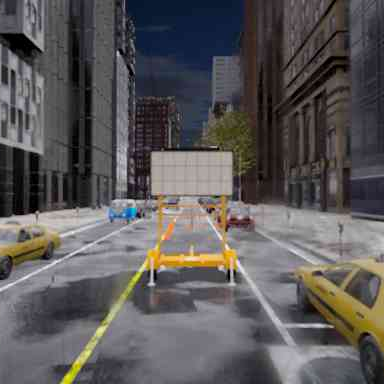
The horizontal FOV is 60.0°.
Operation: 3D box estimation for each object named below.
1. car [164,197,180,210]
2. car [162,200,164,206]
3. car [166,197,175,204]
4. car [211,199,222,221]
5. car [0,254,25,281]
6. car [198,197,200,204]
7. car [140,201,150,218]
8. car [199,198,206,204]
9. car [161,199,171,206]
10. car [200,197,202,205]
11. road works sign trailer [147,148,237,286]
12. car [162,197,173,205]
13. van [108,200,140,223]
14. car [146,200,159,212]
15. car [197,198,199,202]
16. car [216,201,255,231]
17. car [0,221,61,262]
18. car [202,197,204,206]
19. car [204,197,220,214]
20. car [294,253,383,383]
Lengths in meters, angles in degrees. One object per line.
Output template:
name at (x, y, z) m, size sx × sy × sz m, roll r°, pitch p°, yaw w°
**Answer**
car at (-3.017, 1.993, 52.400) m, size 2.033 × 1.411 × 5.357 m, roll 0°, pitch -1°, yaw 0°
car at (-5.676, 1.965, 49.893) m, size 1.887 × 1.381 × 4.507 m, roll 0°, pitch -1°, yaw 0°
car at (-5.684, 2.157, 89.365) m, size 2.192 × 1.841 × 5.009 m, roll 0°, pitch -1°, yaw 0°
car at (2.854, 1.650, 27.325) m, size 1.967 × 1.590 × 4.097 m, roll 0°, pitch 0°, yaw 0°
car at (-3.101, 1.541, 1.960) m, size 1.812 × 1.442 × 4.674 m, roll 0°, pitch 0°, yaw 0°
car at (2.845, 2.227, 72.439) m, size 1.802 × 1.307 × 4.206 m, roll 0°, pitch -1°, yaw 0°
car at (-5.673, 1.825, 32.977) m, size 1.947 × 1.339 × 4.313 m, roll 0°, pitch 0°, yaw 0°
car at (2.842, 2.387, 89.356) m, size 1.887 × 1.381 × 4.507 m, roll 0°, pitch -1°, yaw 0°
car at (-5.680, 2.169, 72.278) m, size 1.752 × 1.417 × 4.829 m, roll 0°, pitch -1°, yaw 0°
car at (2.849, 1.916, 55.522) m, size 1.967 × 1.590 × 4.097 m, roll 0°, pitch -1°, yaw 0°
road works sign trailer at (-0.002, 0.535, 9.635) m, size 2.380 × 3.560 × 2.880 m, roll 0°, pitch 0°, yaw 0°
car at (-5.682, 2.024, 78.088) m, size 2.192 × 1.841 × 5.009 m, roll 0°, pitch -1°, yaw 0°
van at (-5.671, 1.551, 27.340) m, size 1.690 × 1.788 × 3.998 m, roll 0°, pitch 0°, yaw 0°
car at (-5.675, 1.806, 44.256) m, size 1.967 × 1.590 × 4.097 m, roll 0°, pitch -1°, yaw 0°
car at (2.844, 2.275, 78.076) m, size 1.947 × 1.339 × 4.313 m, roll 0°, pitch -1°, yaw 0°
car at (2.855, 1.603, 21.687) m, size 1.967 × 1.590 × 4.097 m, roll 0°, pitch 0°, yaw 0°
car at (-5.669, 1.601, 10.215) m, size 1.752 × 1.417 × 4.829 m, roll 0°, pitch 0°, yaw 1°
car at (2.851, 1.681, 44.244) m, size 2.192 × 1.841 × 5.009 m, roll 0°, pitch -1°, yaw 0°
car at (2.852, 1.627, 38.606) m, size 2.192 × 1.841 × 5.009 m, roll 0°, pitch -1°, yaw 0°
car at (2.865, 1.562, 4.971) m, size 1.752 × 1.417 × 4.829 m, roll 0°, pitch 0°, yaw 1°
